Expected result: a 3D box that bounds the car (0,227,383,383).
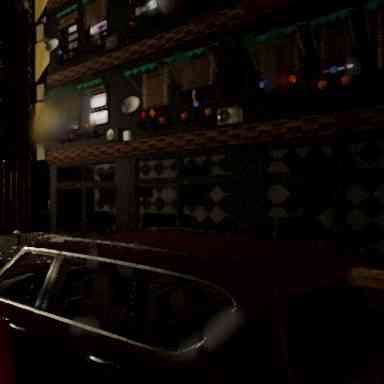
[{"bbox_3d":[-0.764,1.302,3.396,5.009,1.841,2.192,0,-1,36],"label":"car"}]
